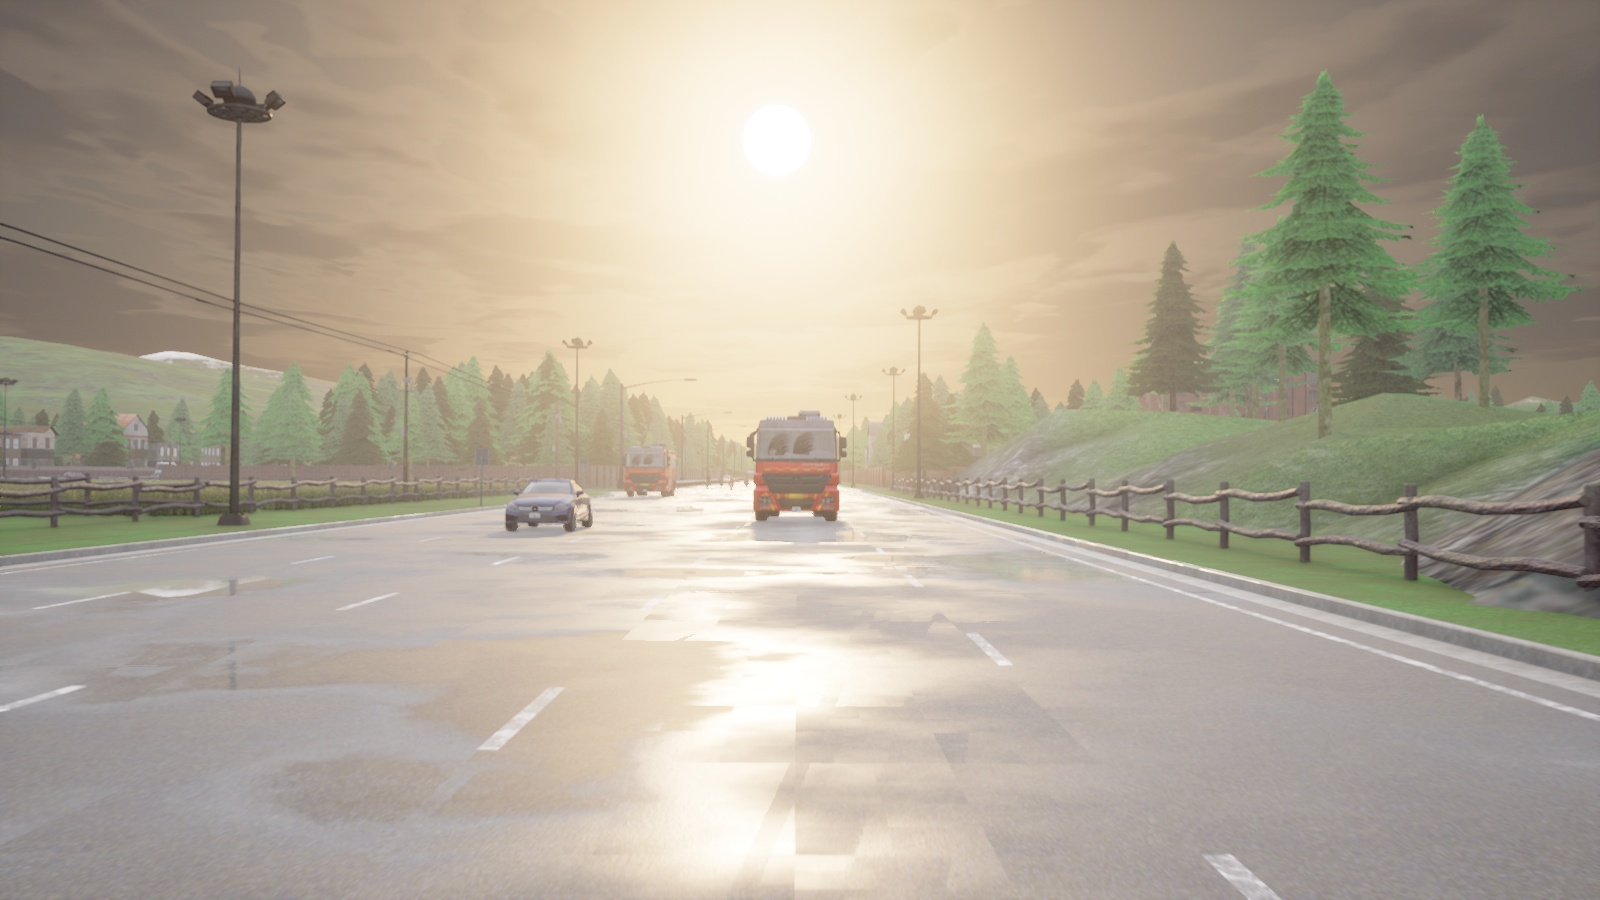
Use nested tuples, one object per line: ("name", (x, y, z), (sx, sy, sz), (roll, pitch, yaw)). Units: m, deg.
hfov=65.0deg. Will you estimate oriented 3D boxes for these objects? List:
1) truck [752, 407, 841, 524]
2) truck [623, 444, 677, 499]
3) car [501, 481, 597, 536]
("truck", (-0.117, 0.585, 45.228), (2.891, 3.827, 8.468), (0, -1, 0))
("truck", (-10.729, 1.559, 90.617), (2.891, 3.827, 8.468), (0, -1, 0))
("car", (-7.089, 1.611, 35.859), (1.812, 1.442, 4.674), (0, -1, 0))
